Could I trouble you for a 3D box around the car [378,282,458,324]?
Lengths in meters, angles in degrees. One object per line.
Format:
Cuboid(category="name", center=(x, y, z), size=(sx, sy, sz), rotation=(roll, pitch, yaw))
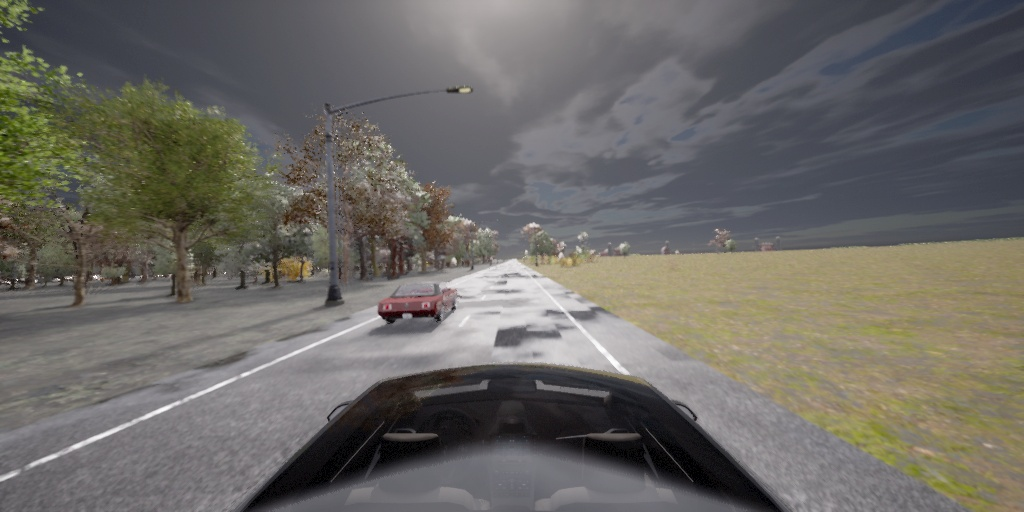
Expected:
Cuboid(category="car", center=(-3.228, 1.606, 13.341), size=(1.895, 1.301, 4.718), rotation=(-2, -1, 0))
